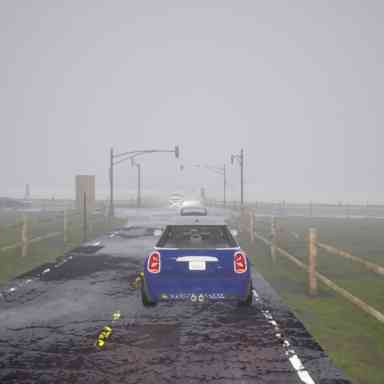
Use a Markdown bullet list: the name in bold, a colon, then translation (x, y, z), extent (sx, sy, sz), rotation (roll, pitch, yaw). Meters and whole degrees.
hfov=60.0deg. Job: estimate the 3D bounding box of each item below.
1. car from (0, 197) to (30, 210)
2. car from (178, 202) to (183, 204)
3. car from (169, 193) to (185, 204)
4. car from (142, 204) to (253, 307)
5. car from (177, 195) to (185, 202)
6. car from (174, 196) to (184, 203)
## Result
- **car**: translation (-20.079, 1.216, 36.424), extent (4.181, 1.385, 1.994), rotation (1, 0, 0)
- **car**: translation (0.092, 1.507, 17.304), extent (1.837, 1.490, 4.892), rotation (0, 0, 0)
- **car**: translation (-2.833, 1.237, 59.949), extent (2.150, 2.045, 5.566), rotation (0, 0, 0)
- **car**: translation (0.096, 1.353, 8.138), extent (2.097, 1.767, 4.553), rotation (0, 0, 0)
- **car**: translation (-2.688, 1.550, 81.533), extent (1.812, 1.442, 4.674), rotation (0, 0, 0)
- **car**: translation (-2.726, 1.615, 70.300), extent (1.895, 1.301, 4.718), rotation (0, 0, 0)
